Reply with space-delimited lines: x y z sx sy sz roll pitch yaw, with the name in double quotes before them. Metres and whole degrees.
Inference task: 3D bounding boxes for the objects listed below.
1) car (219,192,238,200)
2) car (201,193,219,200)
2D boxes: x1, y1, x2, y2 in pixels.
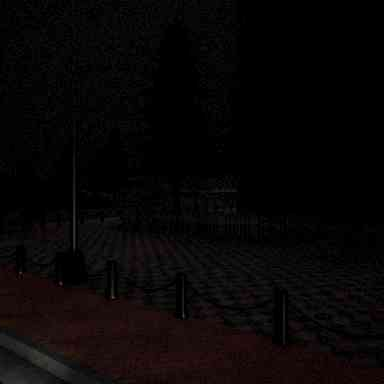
"car" 9.553 1.374 84.733 3.633 1.501 1.845 0 0 35
"car" 5.195 1.384 91.438 3.806 1.475 1.970 0 0 35
